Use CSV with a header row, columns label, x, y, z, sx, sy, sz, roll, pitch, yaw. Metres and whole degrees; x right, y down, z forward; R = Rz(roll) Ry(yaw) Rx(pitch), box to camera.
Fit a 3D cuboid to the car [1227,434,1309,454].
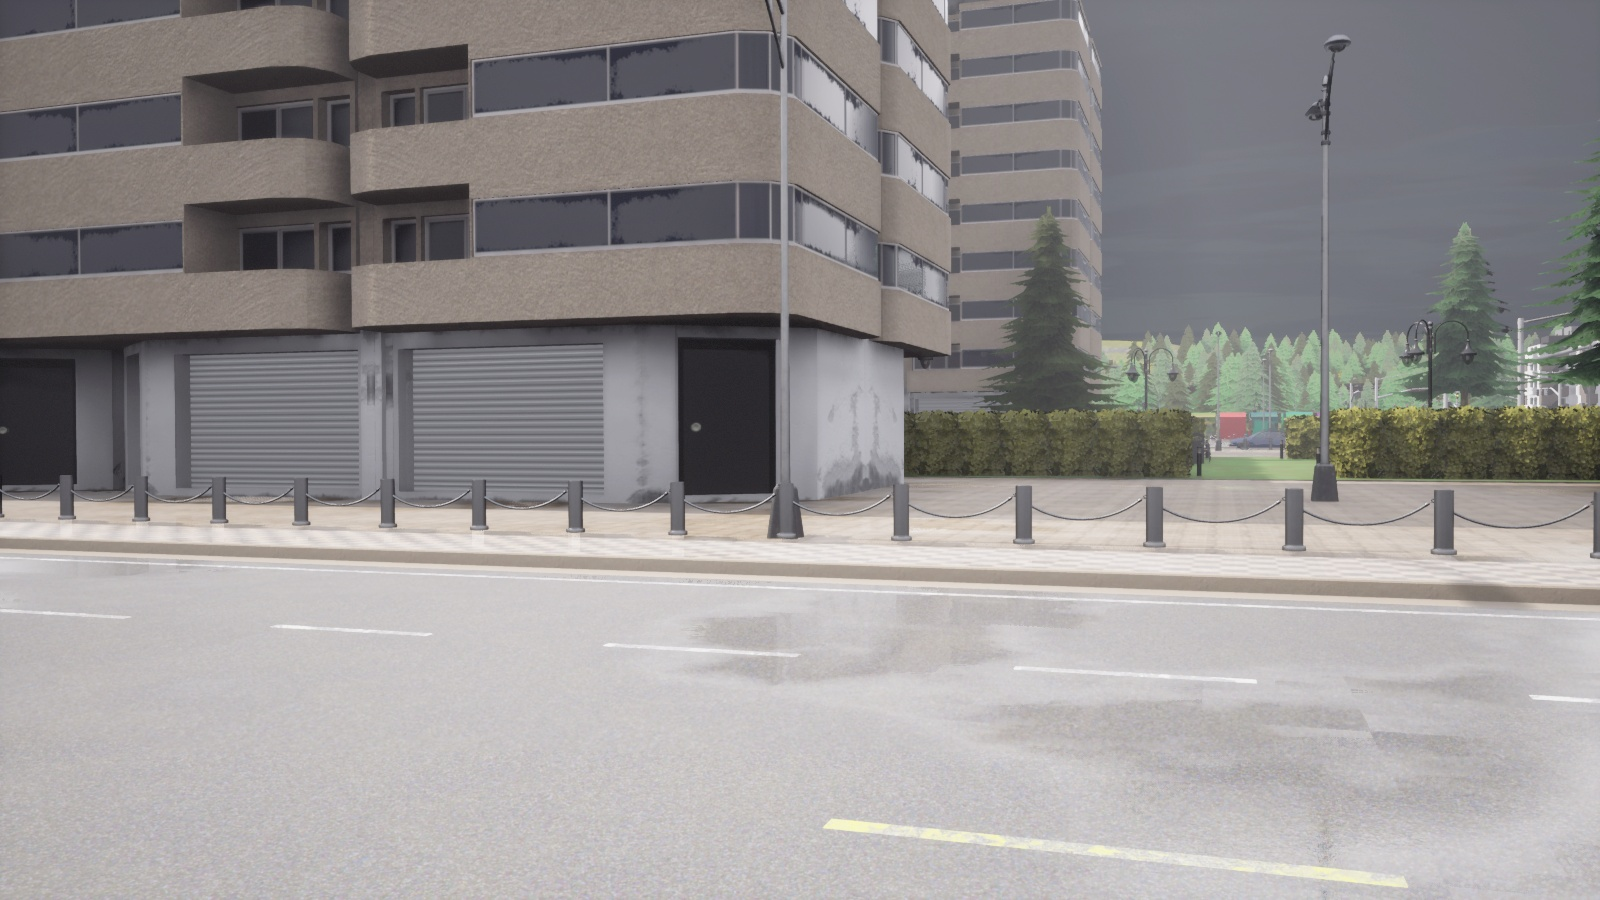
label,x,y,z,sx,sy,sz,roll,pitch,yaw
car,33.339,-0.436,89.605,5.357,1.411,2.033,1,1,18
